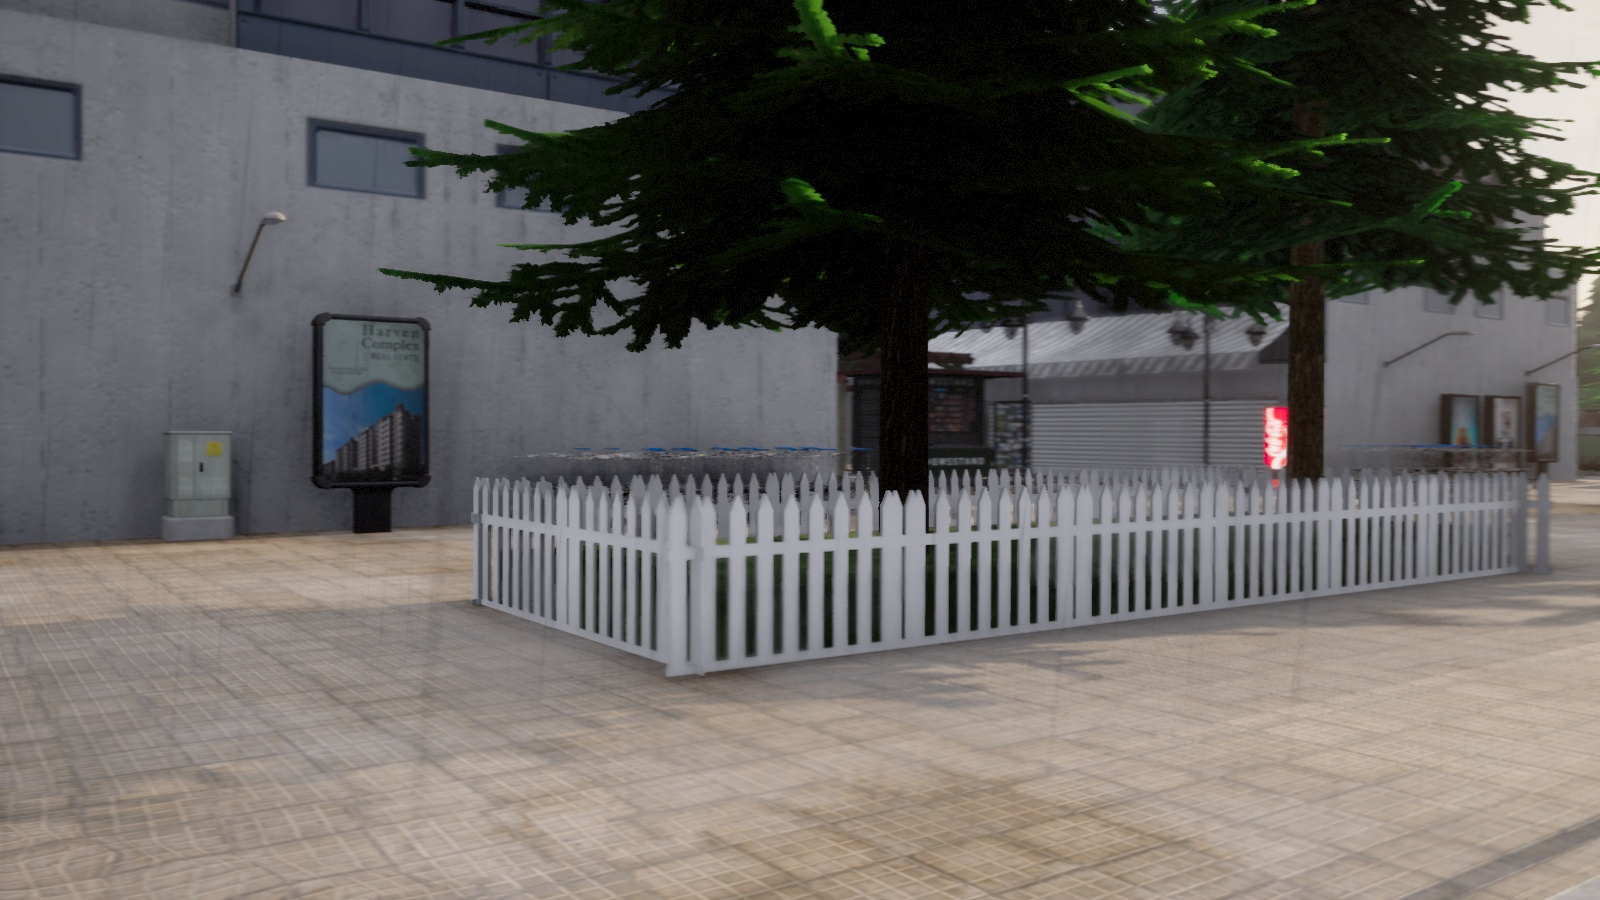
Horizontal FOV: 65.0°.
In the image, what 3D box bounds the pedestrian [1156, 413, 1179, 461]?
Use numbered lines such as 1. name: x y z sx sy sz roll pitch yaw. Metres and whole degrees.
1. pedestrian: 15.083 -0.544 51.576 0.423 1.949 0.788 -1 1 -32
